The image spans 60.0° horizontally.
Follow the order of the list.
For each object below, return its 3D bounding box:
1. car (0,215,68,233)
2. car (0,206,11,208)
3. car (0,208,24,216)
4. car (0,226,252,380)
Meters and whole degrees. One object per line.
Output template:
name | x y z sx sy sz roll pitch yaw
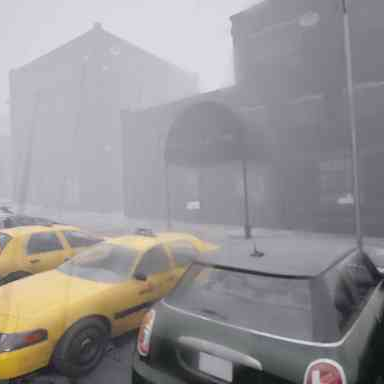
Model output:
car | -3.242 1.428 7.873 1.946 1.575 5.366 1 0 36
car | -8.107 1.253 11.170 2.185 1.767 4.553 1 0 36
car | -5.836 1.405 9.512 2.231 1.521 4.892 1 0 36
car | -1.069 1.454 5.860 1.946 1.575 5.366 1 0 36
